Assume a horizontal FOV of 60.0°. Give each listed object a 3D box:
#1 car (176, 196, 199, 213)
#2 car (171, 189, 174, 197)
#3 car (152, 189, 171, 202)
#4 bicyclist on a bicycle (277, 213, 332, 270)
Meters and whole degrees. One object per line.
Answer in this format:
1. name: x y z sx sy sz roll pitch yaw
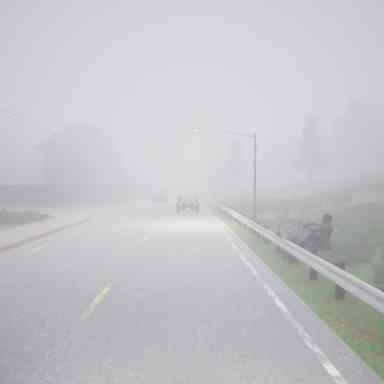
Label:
1. car: -0.370 1.021 28.726 1.895 1.301 4.718 0 1 -1
2. car: -4.607 0.154 66.629 2.128 1.511 4.902 0 1 -1
3. car: -4.337 0.565 45.370 1.882 1.535 5.008 0 1 -1
4. bicyclist on a bicycle: 3.099 1.206 8.747 0.582 1.656 1.620 -6 -32 -41
